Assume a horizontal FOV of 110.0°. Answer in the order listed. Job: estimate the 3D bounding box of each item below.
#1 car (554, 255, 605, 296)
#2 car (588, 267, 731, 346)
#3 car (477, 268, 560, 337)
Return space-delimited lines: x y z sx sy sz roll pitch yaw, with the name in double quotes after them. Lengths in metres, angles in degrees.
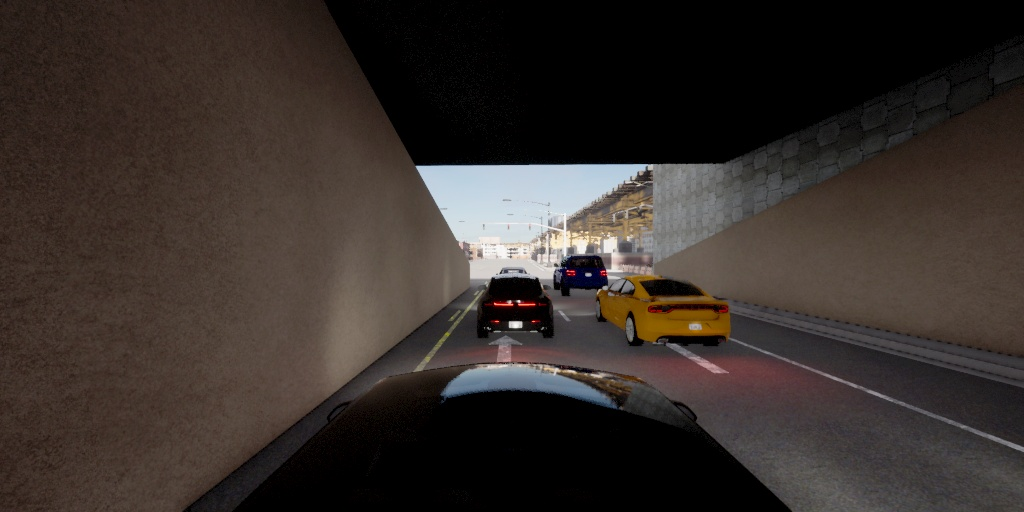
3.568 0.971 19.429 2.150 2.045 5.566 0 0 0 "car"
3.574 1.228 9.459 1.882 1.535 5.008 0 0 0 "car"
0.076 1.255 10.258 1.837 1.490 4.892 0 0 0 "car"
